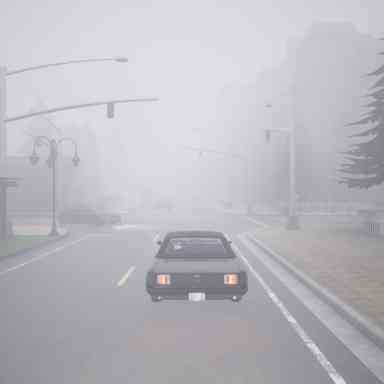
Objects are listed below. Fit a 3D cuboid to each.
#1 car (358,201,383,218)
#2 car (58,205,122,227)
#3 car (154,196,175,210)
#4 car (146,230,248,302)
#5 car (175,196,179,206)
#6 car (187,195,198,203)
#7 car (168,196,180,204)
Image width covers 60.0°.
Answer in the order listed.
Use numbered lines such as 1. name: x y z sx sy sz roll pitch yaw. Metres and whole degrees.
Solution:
1. car: 16.862 1.493 28.536 5.008 1.535 1.882 0 0 -2
2. car: -6.835 1.552 22.335 4.181 1.385 1.994 0 0 20
3. car: -3.606 1.526 42.705 1.812 1.442 4.674 0 0 1
4. car: 0.067 1.601 8.220 1.895 1.301 4.718 0 0 -1
5. car: -3.601 1.601 52.751 1.895 1.301 4.718 0 0 0
6. car: 0.081 1.351 67.579 2.097 1.767 4.553 0 0 0
7. car: -3.553 1.564 66.425 1.994 1.385 4.181 0 0 1
